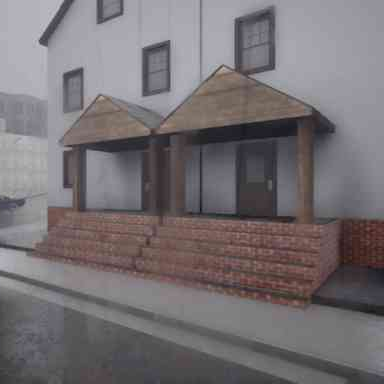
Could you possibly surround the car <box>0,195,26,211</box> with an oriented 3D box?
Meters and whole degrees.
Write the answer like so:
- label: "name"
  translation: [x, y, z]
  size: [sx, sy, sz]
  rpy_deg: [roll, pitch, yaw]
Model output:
- label: "car"
  translation: [-15.467, 1.003, 25.407]
  size: [1.895, 1.301, 4.718]
  rpy_deg: [0, 6, 35]
